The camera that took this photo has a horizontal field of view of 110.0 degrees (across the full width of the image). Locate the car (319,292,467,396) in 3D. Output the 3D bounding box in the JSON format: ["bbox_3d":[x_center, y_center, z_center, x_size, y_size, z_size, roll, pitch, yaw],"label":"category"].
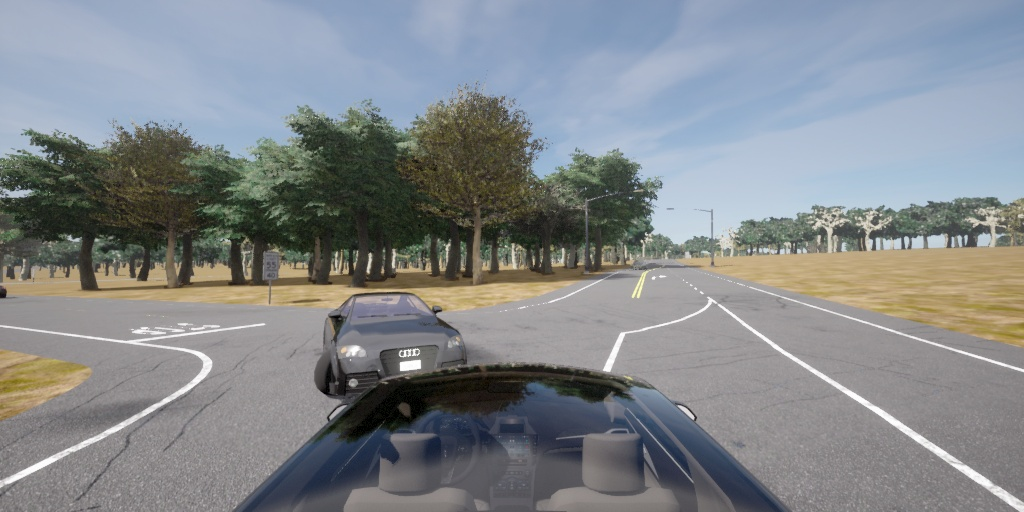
[{"bbox_3d":[-2.354,1.377,6.660,1.994,1.385,4.181,1,-2,-29],"label":"car"}]

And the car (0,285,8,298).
[{"bbox_3d":[-40.852,2.566,27.440,4.181,1.385,1.994,-2,-3,22],"label":"car"}]

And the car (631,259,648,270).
[{"bbox_3d":[20.073,1.336,56.435,2.097,1.767,4.553,-1,0,27],"label":"car"}]
